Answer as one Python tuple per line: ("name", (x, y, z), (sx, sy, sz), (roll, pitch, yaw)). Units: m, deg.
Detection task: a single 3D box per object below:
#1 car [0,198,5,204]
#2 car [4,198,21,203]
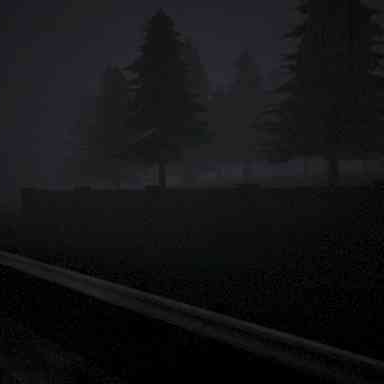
("car", (-46.773, 2.214, 79.570), (1.812, 1.442, 4.674), (0, 0, -19))
("car", (-43.474, 2.283, 80.740), (1.895, 1.301, 4.718), (0, 0, -19))
